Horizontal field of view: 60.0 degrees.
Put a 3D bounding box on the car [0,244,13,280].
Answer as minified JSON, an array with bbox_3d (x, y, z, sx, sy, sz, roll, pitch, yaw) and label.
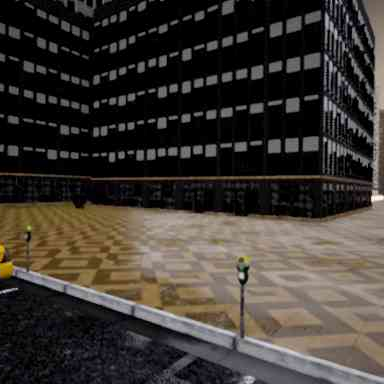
[{"bbox_3d":[-6.196,1.247,7.700,5.366,1.575,1.801,2,1,36],"label":"car"}]
